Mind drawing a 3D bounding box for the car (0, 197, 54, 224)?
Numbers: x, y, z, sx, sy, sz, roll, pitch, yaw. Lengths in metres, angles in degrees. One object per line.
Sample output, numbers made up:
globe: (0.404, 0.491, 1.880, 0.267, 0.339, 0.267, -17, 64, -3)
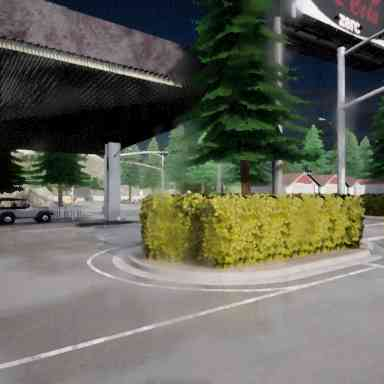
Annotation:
car: (-11.962, 1.313, 23.485, 3.866, 1.878, 1.905, 0, 0, -36)
